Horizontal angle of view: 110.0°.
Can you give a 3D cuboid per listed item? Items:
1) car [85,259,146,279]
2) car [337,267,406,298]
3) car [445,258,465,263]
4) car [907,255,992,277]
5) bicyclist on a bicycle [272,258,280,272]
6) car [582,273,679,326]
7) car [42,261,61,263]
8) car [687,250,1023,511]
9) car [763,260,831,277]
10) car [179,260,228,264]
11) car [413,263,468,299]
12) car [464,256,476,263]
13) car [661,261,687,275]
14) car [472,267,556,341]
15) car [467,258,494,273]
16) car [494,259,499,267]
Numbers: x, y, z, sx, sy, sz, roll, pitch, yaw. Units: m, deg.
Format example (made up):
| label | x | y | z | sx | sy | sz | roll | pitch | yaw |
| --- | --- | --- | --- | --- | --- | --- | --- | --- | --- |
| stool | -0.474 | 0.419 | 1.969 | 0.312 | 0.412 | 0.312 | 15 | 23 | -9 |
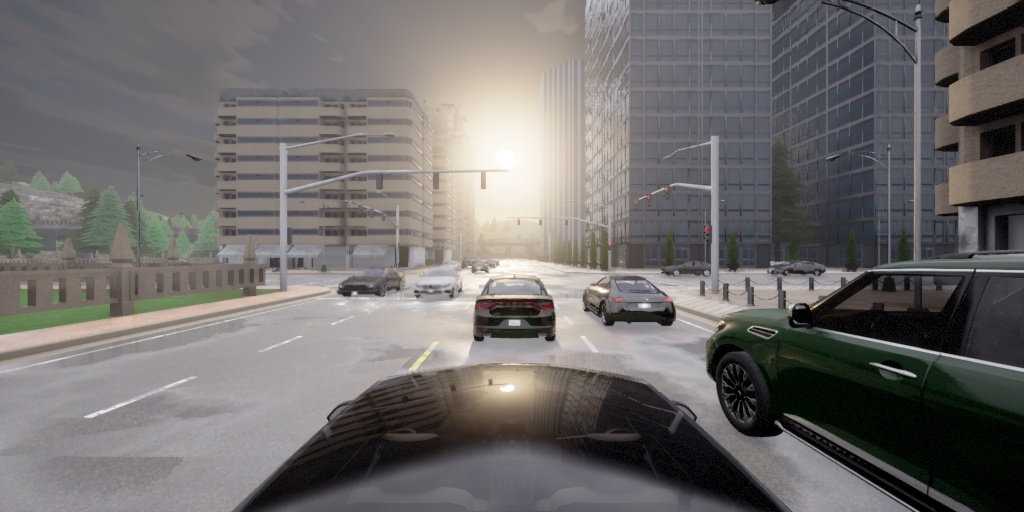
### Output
| label | x | y | z | sx | sy | sz | roll | pitch | yaw |
| --- | --- | --- | --- | --- | --- | --- | --- | --- | --- |
| car | -32.678 | 1.220 | 29.220 | 4.674 | 1.442 | 1.812 | 0 | 0 | 15 |
| car | -7.105 | 1.294 | 18.849 | 2.033 | 1.411 | 5.357 | 0 | 0 | 0 |
| car | -7.103 | 1.272 | 42.257 | 1.812 | 1.442 | 4.674 | 0 | 0 | 0 |
| car | 41.986 | 0.915 | 34.511 | 5.566 | 2.045 | 2.150 | 0 | 0 | 1 |
| bicyclist on a bicycle | -26.084 | 0.995 | 39.847 | 0.582 | 1.620 | 1.656 | 0 | 0 | 7 |
| car | 3.577 | 1.314 | 11.663 | 1.994 | 1.385 | 4.181 | 0 | 0 | 0 |
| car | -42.065 | 1.220 | 32.913 | 4.674 | 1.442 | 1.812 | 0 | 0 | 29 |
| car | 3.601 | 0.971 | 2.309 | 2.150 | 2.045 | 5.566 | 0 | 0 | 0 |
| car | 27.388 | 1.186 | 34.603 | 4.902 | 1.511 | 2.128 | 0 | 0 | 0 |
| car | -22.880 | 1.220 | 27.922 | 4.674 | 1.442 | 1.812 | 0 | 0 | 4 |
| car | -3.604 | 1.272 | 18.250 | 1.812 | 1.442 | 4.674 | 0 | 0 | 0 |
| car | -7.091 | 0.972 | 60.211 | 2.150 | 2.045 | 5.566 | 0 | 0 | 0 |
| car | 16.974 | 1.199 | 34.665 | 4.892 | 1.490 | 1.837 | 0 | 0 | 0 |
| car | 0.068 | 1.228 | 9.885 | 1.882 | 1.535 | 5.008 | 0 | 0 | 0 |
| car | -3.604 | 1.231 | 41.519 | 2.128 | 1.511 | 4.902 | 0 | -1 | 0 |
| car | -3.593 | 1.254 | 57.525 | 1.837 | 1.490 | 4.892 | 0 | 0 | 0 |
